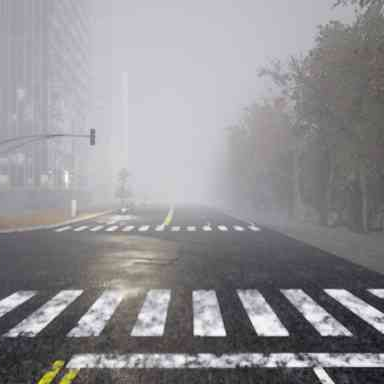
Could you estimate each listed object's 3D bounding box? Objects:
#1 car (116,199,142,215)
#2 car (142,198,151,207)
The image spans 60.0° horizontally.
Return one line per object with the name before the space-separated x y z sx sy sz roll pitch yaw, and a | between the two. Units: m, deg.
car | -7.282 1.722 37.444 2.128 1.511 4.902 0 0 -2
car | -8.539 1.855 61.013 1.882 1.535 5.008 0 0 -4
